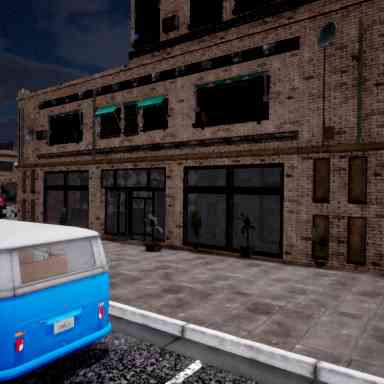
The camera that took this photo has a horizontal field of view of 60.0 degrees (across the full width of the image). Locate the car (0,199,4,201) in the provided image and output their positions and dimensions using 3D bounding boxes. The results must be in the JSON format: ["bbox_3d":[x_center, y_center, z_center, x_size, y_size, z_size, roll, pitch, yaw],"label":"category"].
[{"bbox_3d":[-21.808,1.684,33.367,1.994,1.385,4.181,1,0,36],"label":"car"}]

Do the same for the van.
[{"bbox_3d":[-3.021,1.340,5.016,3.998,1.788,1.690,0,1,36],"label":"van"}]

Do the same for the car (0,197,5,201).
[{"bbox_3d":[-22.898,1.411,36.248,2.192,1.841,5.009,0,0,36],"label":"car"}]

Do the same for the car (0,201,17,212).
[{"bbox_3d":[-16.147,1.793,31.289,1.947,1.339,4.313,0,0,36],"label":"car"}]
